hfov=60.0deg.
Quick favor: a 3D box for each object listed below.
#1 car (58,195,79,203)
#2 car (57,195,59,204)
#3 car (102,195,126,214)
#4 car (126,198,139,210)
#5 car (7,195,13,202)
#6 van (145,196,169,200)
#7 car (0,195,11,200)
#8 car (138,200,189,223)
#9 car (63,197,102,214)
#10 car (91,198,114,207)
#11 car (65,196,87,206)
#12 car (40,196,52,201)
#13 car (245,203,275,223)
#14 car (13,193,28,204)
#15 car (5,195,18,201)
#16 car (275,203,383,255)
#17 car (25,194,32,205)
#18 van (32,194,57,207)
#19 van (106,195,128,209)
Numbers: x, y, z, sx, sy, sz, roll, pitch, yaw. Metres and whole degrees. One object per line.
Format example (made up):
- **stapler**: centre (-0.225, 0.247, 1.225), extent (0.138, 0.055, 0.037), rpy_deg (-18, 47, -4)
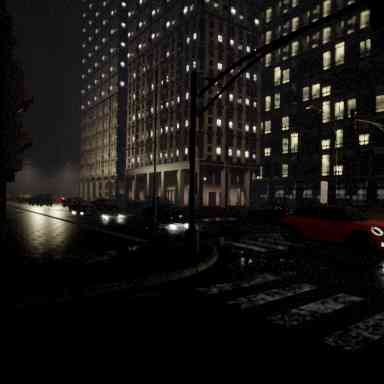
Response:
- **car**: centre (-15.809, 1.405, 44.323), extent (2.128, 1.511, 4.902), rpy_deg (1, -1, -35)
- **car**: centre (-24.910, 1.307, 62.585), extent (2.097, 1.767, 4.553), rpy_deg (1, -1, -35)
- **car**: centre (-9.064, 1.404, 34.768), extent (1.882, 1.535, 5.008), rpy_deg (1, -1, -36)
- **car**: centre (-7.355, 1.584, 42.343), extent (2.008, 1.369, 4.403), rpy_deg (1, -1, -35)
- **car**: centre (-37.087, 1.397, 69.722), extent (1.947, 1.339, 4.313), rpy_deg (1, -1, -35)
- **van**: centre (-4.080, 1.382, 37.741), extent (1.690, 1.788, 3.998), rpy_deg (1, -1, -35)
- **car**: centre (-46.806, 1.365, 83.400), extent (1.752, 1.417, 4.829), rpy_deg (1, -1, -35)
- **car**: centre (-1.935, 1.508, 24.720), extent (1.994, 1.385, 4.181), rpy_deg (1, -1, -35)
- **car**: centre (-10.914, 1.427, 32.886), extent (2.008, 1.369, 4.403), rpy_deg (1, -1, -35)
- **car**: centre (-13.899, 1.586, 51.552), extent (1.947, 1.339, 4.313), rpy_deg (1, -1, -35)
- **car**: centre (-18.925, 1.456, 54.157), extent (2.128, 1.511, 4.902), rpy_deg (1, -1, -35)
- **car**: centre (-36.801, 1.570, 83.784), extent (1.802, 1.307, 4.206), rpy_deg (1, -1, -35)
- **car**: centre (5.734, 1.505, 23.926), extent (1.967, 1.590, 4.097), rpy_deg (1, -1, -35)
- **car**: centre (-30.540, 1.155, 60.516), extent (2.192, 1.841, 5.009), rpy_deg (1, -1, -35)
- **car**: centre (-40.358, 1.378, 74.327), extent (2.008, 1.369, 4.403), rpy_deg (1, -1, -35)
- **car**: centre (5.987, 1.344, 13.543), extent (2.097, 1.767, 4.553), rpy_deg (0, 1, -35)
- **car**: centre (-24.001, 1.432, 51.304), extent (1.802, 1.307, 4.206), rpy_deg (1, -1, -35)
- **van**: centre (-20.725, 1.197, 46.702), extent (1.690, 1.788, 3.998), rpy_deg (1, -1, -35)
- **van**: centre (-10.623, 1.368, 46.950), extent (1.690, 1.788, 3.998), rpy_deg (1, -1, -35)
